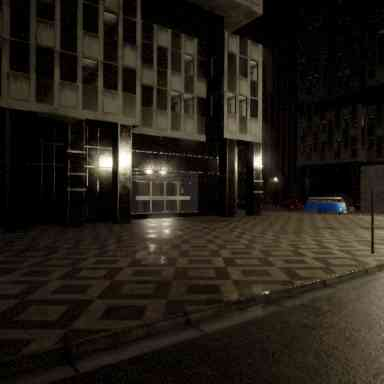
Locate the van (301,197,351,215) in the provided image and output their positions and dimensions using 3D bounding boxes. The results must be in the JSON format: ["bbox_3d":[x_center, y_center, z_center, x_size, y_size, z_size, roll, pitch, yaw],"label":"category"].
[{"bbox_3d":[13.734,1.425,34.161,1.690,1.788,3.998,0,0,-36],"label":"van"}]

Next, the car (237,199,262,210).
[{"bbox_3d":[7.163,1.706,43.350,1.887,1.381,4.507,0,0,-36],"label":"car"}]

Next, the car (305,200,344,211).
[{"bbox_3d":[17.378,1.749,43.720,2.008,1.369,4.403,0,0,-36],"label":"car"}]

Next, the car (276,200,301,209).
[{"bbox_3d":[14.093,1.819,48.315,1.802,1.307,4.206,0,0,-36],"label":"car"}]

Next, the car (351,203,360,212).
[{"bbox_3d":[20.664,1.725,39.125,1.947,1.339,4.313,0,0,-36],"label":"car"}]

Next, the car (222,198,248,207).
[{"bbox_3d":[7.423,1.840,57.643,1.752,1.417,4.829,0,0,-36],"label":"car"}]
